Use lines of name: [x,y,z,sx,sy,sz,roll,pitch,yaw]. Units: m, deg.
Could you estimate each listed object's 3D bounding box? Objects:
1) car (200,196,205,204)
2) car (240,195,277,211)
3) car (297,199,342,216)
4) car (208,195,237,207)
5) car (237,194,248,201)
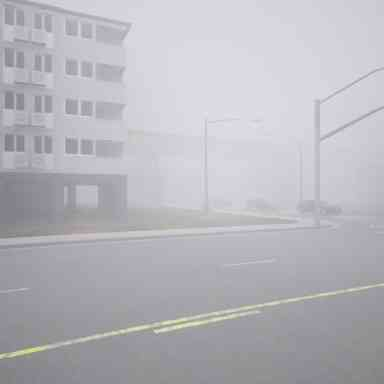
car: [2.534,1.504,61.434,1.837,1.490,4.892,0,0,3]
car: [8.660,1.490,42.017,2.128,1.511,4.902,0,0,-25]
car: [12.713,1.504,33.453,1.837,1.490,4.892,0,0,-25]
car: [4.509,1.504,51.301,1.837,1.490,4.892,0,0,-21]
car: [11.176,1.538,75.348,2.033,1.411,5.357,0,0,41]
